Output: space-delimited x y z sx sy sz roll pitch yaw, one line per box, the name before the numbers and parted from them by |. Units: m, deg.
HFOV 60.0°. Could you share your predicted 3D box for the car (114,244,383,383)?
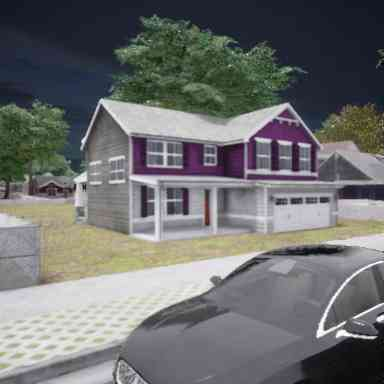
car | 1.480 1.495 4.125 4.892 1.490 1.837 0 0 -35
